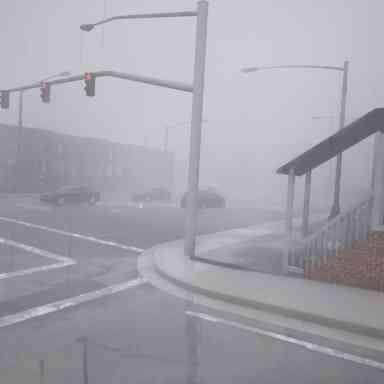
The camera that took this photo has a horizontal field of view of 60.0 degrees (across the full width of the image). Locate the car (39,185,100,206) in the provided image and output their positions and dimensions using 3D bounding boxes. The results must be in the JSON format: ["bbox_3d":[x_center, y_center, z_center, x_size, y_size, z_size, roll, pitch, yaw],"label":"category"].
[{"bbox_3d":[-9.579,0.224,26.419,1.837,1.490,4.892,5,3,35],"label":"car"}]

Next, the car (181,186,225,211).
[{"bbox_3d":[1.076,0.561,28.931,2.097,1.767,4.553,5,3,36],"label":"car"}]

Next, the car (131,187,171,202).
[{"bbox_3d":[-4.112,0.227,34.025,1.837,1.490,4.892,5,3,36],"label":"car"}]

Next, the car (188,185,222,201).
[{"bbox_3d":[1.720,0.077,42.094,2.097,1.767,4.553,5,3,36],"label":"car"}]
